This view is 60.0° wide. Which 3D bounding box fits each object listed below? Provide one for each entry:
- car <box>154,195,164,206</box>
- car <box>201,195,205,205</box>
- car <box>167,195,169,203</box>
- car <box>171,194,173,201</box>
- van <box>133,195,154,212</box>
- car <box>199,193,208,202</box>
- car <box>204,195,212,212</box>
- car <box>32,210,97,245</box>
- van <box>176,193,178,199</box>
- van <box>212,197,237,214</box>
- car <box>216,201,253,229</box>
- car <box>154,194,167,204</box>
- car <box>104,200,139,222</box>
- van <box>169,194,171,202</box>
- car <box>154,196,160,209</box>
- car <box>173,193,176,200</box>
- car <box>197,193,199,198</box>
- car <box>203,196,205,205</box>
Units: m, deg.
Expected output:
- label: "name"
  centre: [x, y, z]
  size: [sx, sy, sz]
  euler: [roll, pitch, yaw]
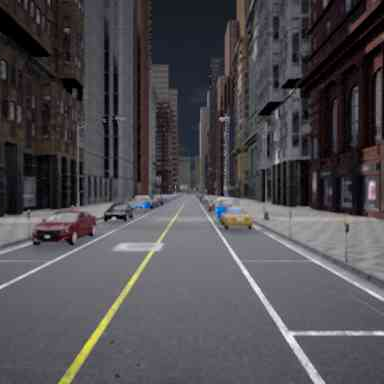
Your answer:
- label: "car"
  centre: [-5.767, 1.570, 49.308]
  size: [1.947, 1.339, 4.313]
  euler: [0, 0, 0]
- label: "car"
  centre: [2.758, 1.555, 49.319]
  size: [2.008, 1.369, 4.403]
  euler: [0, 0, 0]
- label: "car"
  centre: [-5.767, 1.552, 60.581]
  size: [1.887, 1.381, 4.507]
  euler: [0, 0, 0]
- label: "car"
  centre: [-5.768, 1.450, 71.855]
  size: [1.967, 1.590, 4.097]
  euler: [0, 0, 0]
- label: "van"
  centre: [-5.767, 1.343, 38.034]
  size: [1.690, 1.788, 3.998]
  euler: [0, 0, 0]
- label: "car"
  centre: [2.757, 1.447, 60.591]
  size: [1.967, 1.590, 4.097]
  euler: [0, 0, 0]
- label: "car"
  centre: [2.758, 1.442, 38.047]
  size: [1.967, 1.590, 4.097]
  euler: [0, 0, 0]
- label: "car"
  centre: [-5.766, 1.543, 15.488]
  size: [1.887, 1.381, 4.507]
  euler: [0, 0, 0]
- label: "van"
  centre: [-5.769, 1.357, 94.402]
  size: [1.690, 1.788, 3.998]
  euler: [0, 0, 0]
- label: "van"
  centre: [2.758, 1.341, 26.774]
  size: [1.690, 1.788, 3.998]
  euler: [0, 0, 0]
- label: "car"
  centre: [2.759, 1.524, 21.308]
  size: [1.752, 1.417, 4.829]
  euler: [0, 0, 0]
- label: "car"
  centre: [-5.768, 1.321, 54.944]
  size: [2.192, 1.841, 5.009]
  euler: [0, 0, 0]
- label: "car"
  centre: [-5.766, 1.565, 26.761]
  size: [1.947, 1.339, 4.313]
  euler: [0, 0, 0]
- label: "van"
  centre: [-5.768, 1.350, 66.218]
  size: [1.690, 1.788, 3.998]
  euler: [0, 0, 0]
- label: "car"
  centre: [-5.767, 1.569, 43.671]
  size: [1.947, 1.339, 4.313]
  euler: [0, 0, 0]
- label: "car"
  centre: [-5.769, 1.453, 83.129]
  size: [1.967, 1.590, 4.097]
  euler: [0, 0, 0]
- label: "car"
  centre: [2.756, 1.325, 71.865]
  size: [2.192, 1.841, 5.009]
  euler: [0, 0, 0]
- label: "car"
  centre: [2.758, 1.529, 43.853]
  size: [1.752, 1.417, 4.829]
  euler: [0, 0, 0]
